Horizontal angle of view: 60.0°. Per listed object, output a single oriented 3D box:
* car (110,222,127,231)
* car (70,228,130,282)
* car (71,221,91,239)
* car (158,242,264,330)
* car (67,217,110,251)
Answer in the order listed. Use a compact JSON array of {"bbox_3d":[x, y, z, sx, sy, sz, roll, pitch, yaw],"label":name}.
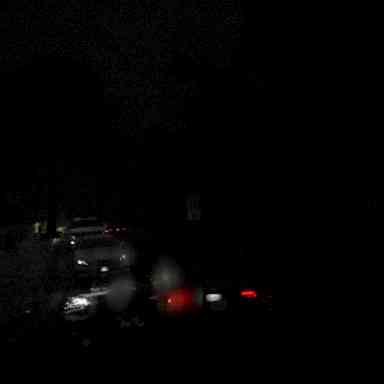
[{"bbox_3d":[-7.417,3.558,31.655,2.033,1.411,5.357,-2,-3,-20],"label":"car"},{"bbox_3d":[-3.655,2.381,12.997,1.812,1.442,4.674,-2,-3,-20],"label":"car"},{"bbox_3d":[-11.860,3.990,35.502,1.837,1.490,4.892,-2,-3,-20],"label":"car"},{"bbox_3d":[0.175,1.945,8.062,2.033,1.411,5.357,-3,-3,-5],"label":"car"},{"bbox_3d":[-7.250,2.769,22.807,2.150,2.045,5.566,-2,-3,-20],"label":"car"}]
